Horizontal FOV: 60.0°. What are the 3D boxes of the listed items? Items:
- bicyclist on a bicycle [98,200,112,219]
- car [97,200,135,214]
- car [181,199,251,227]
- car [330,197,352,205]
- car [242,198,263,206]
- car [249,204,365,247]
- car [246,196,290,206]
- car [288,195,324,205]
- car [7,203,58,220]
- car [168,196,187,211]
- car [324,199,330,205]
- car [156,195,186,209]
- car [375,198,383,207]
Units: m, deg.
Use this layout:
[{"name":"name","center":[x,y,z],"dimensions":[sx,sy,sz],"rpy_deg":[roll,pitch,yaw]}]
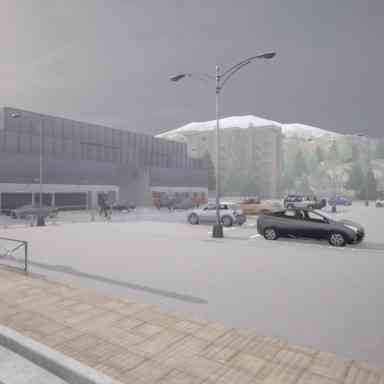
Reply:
[{"name":"bicyclist on a bicycle","center":[-7.282,1.477,27.788],"dimensions":[1.656,1.620,0.582],"rpy_deg":[0,0,35]},{"name":"car","center":[-8.765,1.668,38.608],"dimensions":[2.128,1.511,4.902],"rpy_deg":[0,0,35]},{"name":"car","center":[1.549,1.424,21.904],"dimensions":[3.806,1.475,1.970],"rpy_deg":[0,0,35]},{"name":"car","center":[24.652,1.565,55.418],"dimensions":[3.633,1.501,1.845],"rpy_deg":[0,0,35]},{"name":"car","center":[10.871,1.777,59.828],"dimensions":[1.895,1.301,4.718],"rpy_deg":[0,0,35]},{"name":"car","center":[5.170,1.490,14.834],"dimensions":[4.514,1.523,2.007],"rpy_deg":[0,0,35]},{"name":"car","center":[5.005,1.345,27.321],"dimensions":[5.027,1.636,2.152],"rpy_deg":[0,0,35]},{"name":"car","center":[12.420,1.269,37.747],"dimensions":[3.866,1.878,1.905],"rpy_deg":[0,0,35]},{"name":"car","center":[-14.527,1.740,30.514],"dimensions":[1.994,1.385,4.181],"rpy_deg":[0,0,35]},{"name":"car","center":[-0.518,1.668,43.821],"dimensions":[2.128,1.511,4.902],"rpy_deg":[0,0,35]},{"name":"car","center":[13.769,1.289,40.354],"dimensions":[4.605,1.855,1.932],"rpy_deg":[0,0,35]},{"name":"car","center":[-2.730,1.398,47.056],"dimensions":[2.150,2.045,5.566],"rpy_deg":[0,0,36]},{"name":"car","center":[28.972,1.576,48.688],"dimensions":[3.806,1.475,1.970],"rpy_deg":[0,0,35]}]
